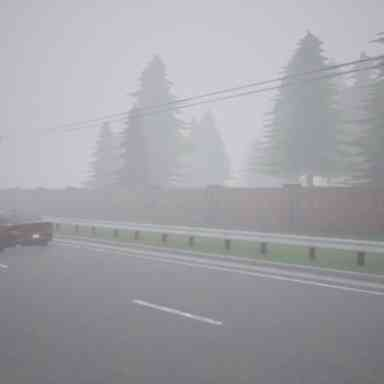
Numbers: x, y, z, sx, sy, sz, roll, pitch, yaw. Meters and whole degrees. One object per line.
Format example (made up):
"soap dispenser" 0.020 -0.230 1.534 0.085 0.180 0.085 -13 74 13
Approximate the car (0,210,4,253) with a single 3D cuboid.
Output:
"car" -7.922 1.223 9.564 5.566 2.045 2.150 0 0 36

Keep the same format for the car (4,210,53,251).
"car" -7.792 1.478 13.794 5.008 1.535 1.882 0 0 36
